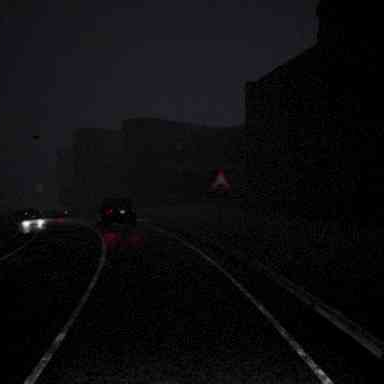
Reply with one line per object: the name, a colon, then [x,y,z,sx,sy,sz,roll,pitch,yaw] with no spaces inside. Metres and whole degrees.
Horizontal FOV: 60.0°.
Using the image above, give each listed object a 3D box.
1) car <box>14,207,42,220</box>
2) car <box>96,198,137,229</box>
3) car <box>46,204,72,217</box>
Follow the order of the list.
car: [-18.672,2.431,37.873,1.895,1.301,4.718,-4,0,-41]
car: [-5.624,1.448,24.233,2.150,2.045,5.566,-2,0,-24]
car: [-16.045,2.192,39.968,1.812,1.442,4.674,-3,1,-42]
